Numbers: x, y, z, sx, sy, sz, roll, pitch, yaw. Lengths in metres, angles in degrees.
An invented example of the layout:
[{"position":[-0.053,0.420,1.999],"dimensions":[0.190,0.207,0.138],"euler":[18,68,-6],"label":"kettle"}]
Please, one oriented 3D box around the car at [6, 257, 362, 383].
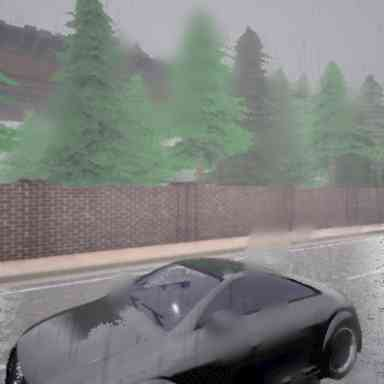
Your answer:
[{"position":[0.134,1.559,3.984],"dimensions":[4.181,1.385,1.994],"euler":[0,0,-34],"label":"car"}]
